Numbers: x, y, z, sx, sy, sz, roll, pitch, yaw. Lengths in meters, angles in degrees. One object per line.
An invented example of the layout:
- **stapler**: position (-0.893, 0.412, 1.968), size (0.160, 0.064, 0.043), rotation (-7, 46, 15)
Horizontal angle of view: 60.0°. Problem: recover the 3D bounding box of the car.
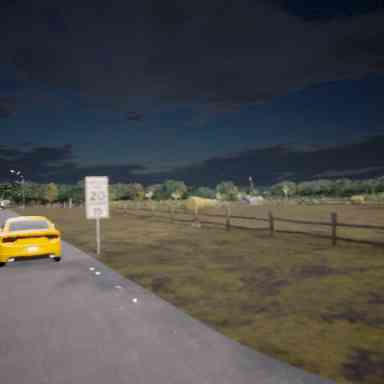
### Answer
- **car**: position (-6.192, 1.665, 12.517), size (1.882, 1.535, 5.008), rotation (-1, 0, -30)
